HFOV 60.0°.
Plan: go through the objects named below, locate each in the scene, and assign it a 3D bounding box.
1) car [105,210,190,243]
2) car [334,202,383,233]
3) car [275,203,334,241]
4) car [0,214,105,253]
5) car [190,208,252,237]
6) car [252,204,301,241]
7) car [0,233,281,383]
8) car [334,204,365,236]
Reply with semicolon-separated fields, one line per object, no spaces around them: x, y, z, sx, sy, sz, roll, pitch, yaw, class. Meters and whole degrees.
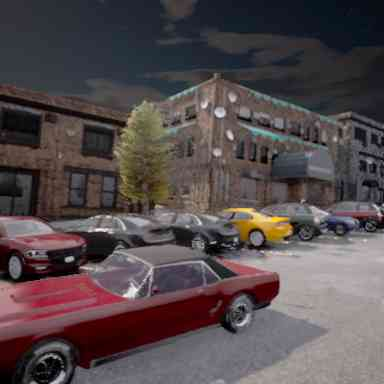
-2.802;1.478;11.585;4.892;1.521;2.231;-1;-1;34;car
9.123;1.380;20.143;4.553;1.767;2.185;-1;-1;34;car
4.358;1.359;16.721;4.553;1.767;2.185;-1;-1;34;car
-5.187;1.475;9.874;5.008;1.535;2.097;-1;-1;34;car
-0.424;1.480;13.299;4.892;1.521;2.231;-1;-1;34;car
1.958;1.480;15.020;5.008;1.535;2.097;-1;-1;34;car
-0.832;1.603;5.216;4.718;1.301;1.895;0;0;-36;car
6.720;1.532;18.459;4.674;1.452;2.002;-1;-1;34;car
